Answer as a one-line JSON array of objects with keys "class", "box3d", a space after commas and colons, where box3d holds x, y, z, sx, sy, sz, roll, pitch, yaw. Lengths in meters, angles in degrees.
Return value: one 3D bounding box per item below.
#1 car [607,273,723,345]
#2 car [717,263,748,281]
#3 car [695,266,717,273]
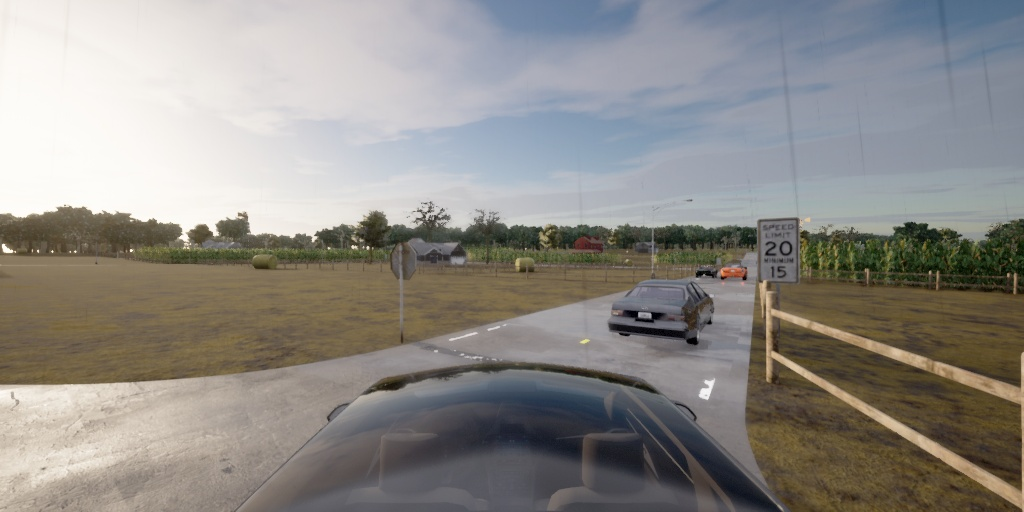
[{"class": "car", "box3d": [4.280, 1.339, 9.802, 2.033, 1.411, 5.357, 0, 0, 34]}, {"class": "car", "box3d": [22.291, 1.477, 35.966, 2.097, 1.767, 4.553, 0, -1, 35]}, {"class": "car", "box3d": [21.912, 1.794, 40.374, 1.895, 1.301, 4.718, 0, -1, 34]}]
